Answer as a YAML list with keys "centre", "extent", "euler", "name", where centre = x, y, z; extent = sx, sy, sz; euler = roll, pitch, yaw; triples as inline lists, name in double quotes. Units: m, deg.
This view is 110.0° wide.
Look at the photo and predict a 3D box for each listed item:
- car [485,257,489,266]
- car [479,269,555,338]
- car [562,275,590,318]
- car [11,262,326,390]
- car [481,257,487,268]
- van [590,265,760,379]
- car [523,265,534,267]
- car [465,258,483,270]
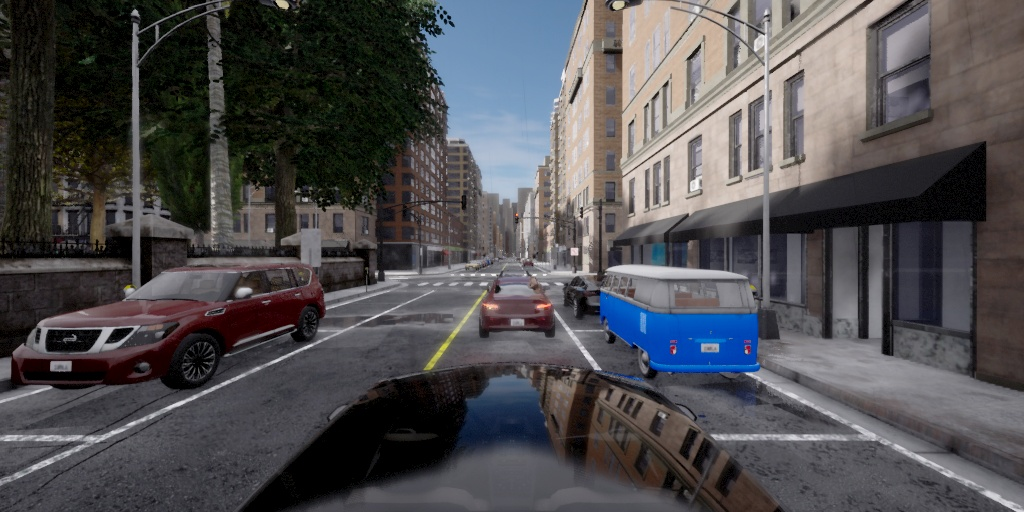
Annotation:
- centre: [-5.517, 1.264, 61.605]
  extent: [1.888, 1.381, 4.507]
  euler: [0, 0, 0]
  name: "car"
- centre: [0.126, 1.274, 10.074]
  extent: [1.812, 1.442, 4.674]
  euler: [0, 0, 0]
  name: "car"
- centre: [2.884, 1.313, 12.693]
  extent: [1.948, 1.339, 4.313]
  euler: [0, 0, 0]
  name: "car"
- centre: [-5.655, 1.064, 7.014]
  extent: [2.192, 1.841, 5.009]
  euler: [0, 0, 0]
  name: "car"
- centre: [-5.530, 1.271, 56.153]
  extent: [2.007, 1.370, 4.403]
  euler: [0, 0, 0]
  name: "car"
- centre: [2.870, 1.090, 7.033]
  extent: [1.690, 1.789, 3.998]
  euler: [0, 0, 0]
  name: "van"
- centre: [0.119, 1.345, 18.896]
  extent: [1.895, 1.301, 4.718]
  euler: [0, 0, -1]
  name: "car"
- centre: [-5.545, 1.247, 50.533]
  extent: [1.751, 1.417, 4.829]
  euler: [0, 0, 0]
  name: "car"
